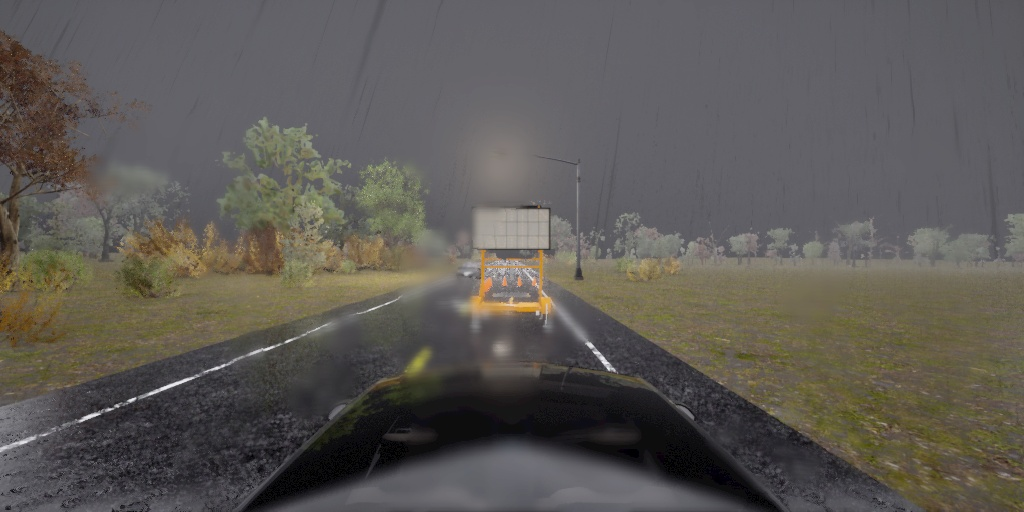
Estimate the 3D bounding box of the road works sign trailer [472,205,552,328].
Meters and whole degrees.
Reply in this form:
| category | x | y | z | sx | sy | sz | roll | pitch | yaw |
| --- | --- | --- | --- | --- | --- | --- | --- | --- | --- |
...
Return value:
| category | x | y | z | sx | sy | sz | roll | pitch | yaw |
| --- | --- | --- | --- | --- | --- | --- | --- | --- | --- |
| road works sign trailer | 0.000 | 0.216 | 11.326 | 2.380 | 3.560 | 2.880 | 0 | 0 | 0 |

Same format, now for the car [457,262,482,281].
| category | x | y | z | sx | sy | sz | roll | pitch | yaw |
| --- | --- | --- | --- | --- | --- | --- | --- | --- | --- |
| car | -3.501 | 1.250 | 30.877 | 2.128 | 1.511 | 4.902 | 0 | 0 | 0 |
